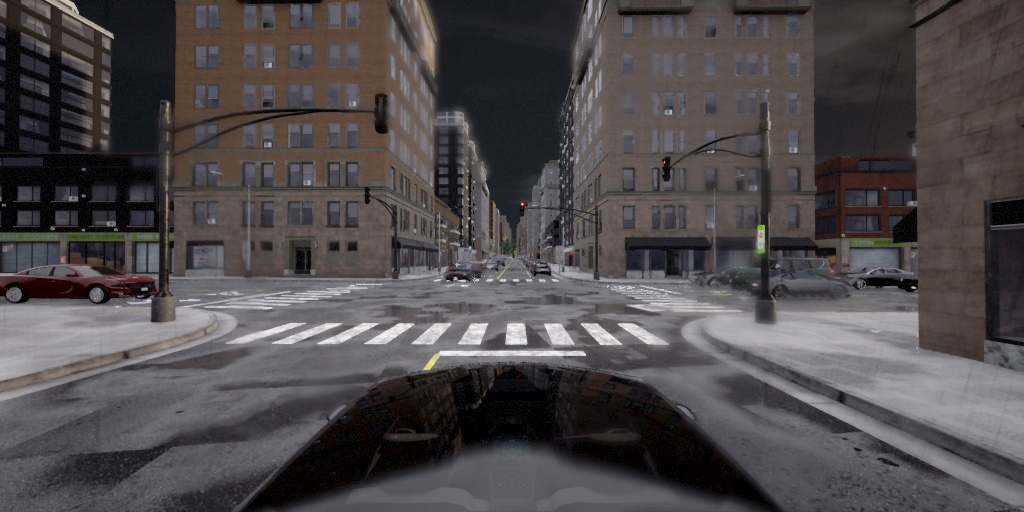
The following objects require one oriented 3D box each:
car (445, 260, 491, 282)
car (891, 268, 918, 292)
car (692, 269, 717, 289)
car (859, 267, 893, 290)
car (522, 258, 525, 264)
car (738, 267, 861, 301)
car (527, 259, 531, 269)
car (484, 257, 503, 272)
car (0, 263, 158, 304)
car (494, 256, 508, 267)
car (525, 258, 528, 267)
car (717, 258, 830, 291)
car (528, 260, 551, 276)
[{"bbox_3d":[-3.675,1.301,29.484,2.033,1.411,5.357,0,0,12],"label":"car"},{"bbox_3d":[25.717,1.550,20.979,4.718,1.301,1.895,0,-1,0],"label":"car"},{"bbox_3d":[14.826,1.401,24.292,4.902,1.511,2.128,0,-1,2],"label":"car"},{"bbox_3d":[24.230,1.463,24.235,4.902,1.511,2.128,0,-1,0],"label":"car"},{"bbox_3d":[3.306,1.315,63.918,1.948,1.339,4.313,0,0,1],"label":"car"},{"bbox_3d":[13.974,1.402,17.652,4.181,1.385,1.994,0,-1,1],"label":"car"},{"bbox_3d":[3.035,1.297,41.796,1.888,1.381,4.507,0,0,1],"label":"car"},{"bbox_3d":[-2.674,1.246,46.677,2.128,1.511,4.902,0,0,1],"label":"car"},{"bbox_3d":[-17.440,1.062,14.552,5.008,1.535,1.882,0,-1,-1],"label":"car"},{"bbox_3d":[-2.414,0.974,64.543,2.150,2.045,5.566,0,0,1],"label":"car"},{"bbox_3d":[3.102,1.302,47.327,2.007,1.370,4.403,0,0,1],"label":"car"},{"bbox_3d":[15.615,1.105,21.045,5.566,2.045,2.150,0,-1,0],"label":"car"},{"bbox_3d":[2.967,1.318,36.266,1.948,1.339,4.313,0,0,1],"label":"car"}]
